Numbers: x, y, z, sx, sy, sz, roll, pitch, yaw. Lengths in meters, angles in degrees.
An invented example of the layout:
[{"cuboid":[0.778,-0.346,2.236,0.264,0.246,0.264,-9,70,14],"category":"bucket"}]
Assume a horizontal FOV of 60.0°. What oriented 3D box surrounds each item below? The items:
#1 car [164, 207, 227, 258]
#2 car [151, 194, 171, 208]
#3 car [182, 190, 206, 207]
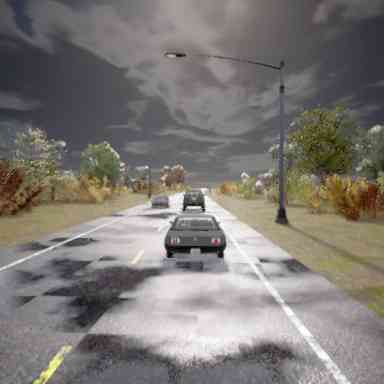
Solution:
[{"cuboid":[0.111,1.439,12.074,1.895,1.301,4.718,0,1,0],"category":"car"},{"cuboid":[-3.453,1.008,37.466,1.837,1.490,4.892,0,1,1],"category":"car"},{"cuboid":[0.204,0.772,33.907,2.150,2.045,5.566,0,1,0],"category":"car"}]
